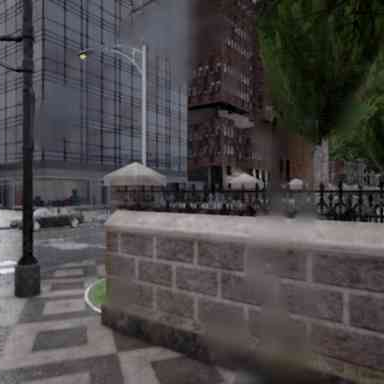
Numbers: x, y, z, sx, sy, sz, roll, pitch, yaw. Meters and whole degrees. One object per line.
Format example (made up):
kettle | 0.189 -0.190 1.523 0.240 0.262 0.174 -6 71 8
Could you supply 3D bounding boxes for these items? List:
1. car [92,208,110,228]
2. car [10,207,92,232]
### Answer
car | -4.376 1.430 21.890 2.097 1.767 4.553 0 0 36
car | -8.736 1.602 20.393 2.008 1.369 4.403 0 -1 36
